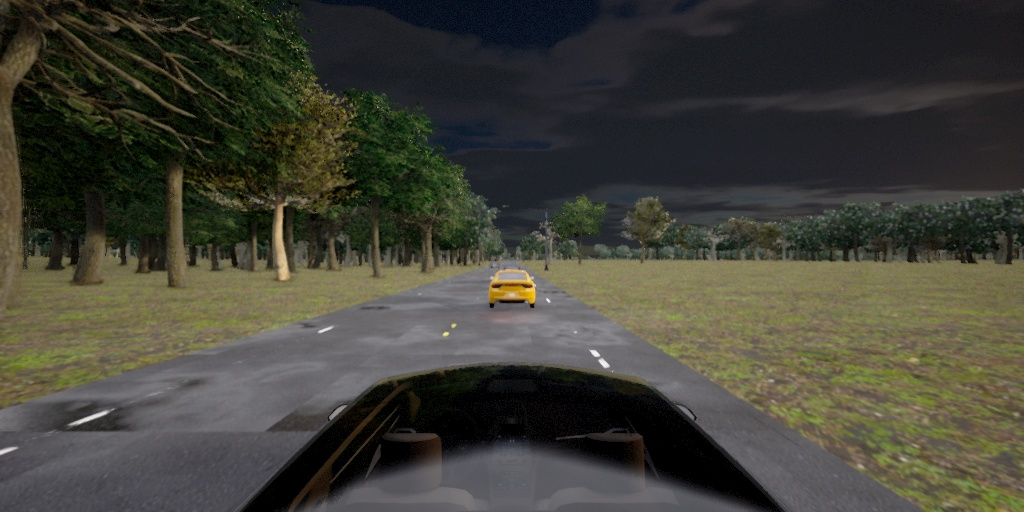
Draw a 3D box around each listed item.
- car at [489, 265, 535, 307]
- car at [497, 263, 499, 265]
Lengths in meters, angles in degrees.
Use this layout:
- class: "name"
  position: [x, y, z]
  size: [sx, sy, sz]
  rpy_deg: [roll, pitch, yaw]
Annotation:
- class: "car"
  position: [0.006, 1.365, 16.326]
  size: [1.882, 1.535, 5.008]
  rpy_deg: [0, 0, 0]
- class: "car"
  position: [0.007, 1.519, 31.150]
  size: [2.128, 1.511, 4.902]
  rpy_deg: [0, 0, 0]
